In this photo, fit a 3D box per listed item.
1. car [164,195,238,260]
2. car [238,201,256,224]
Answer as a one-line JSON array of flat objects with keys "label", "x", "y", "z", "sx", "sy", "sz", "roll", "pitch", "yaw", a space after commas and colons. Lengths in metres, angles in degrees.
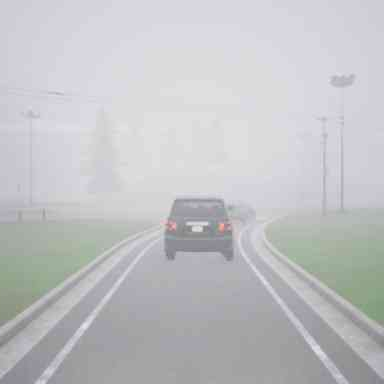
[{"label": "car", "x": 0.362, "y": 1.100, "z": 12.128, "sx": 2.150, "sy": 2.045, "sz": 5.566, "roll": 0, "pitch": 1, "yaw": 4}, {"label": "car", "x": 3.099, "y": 1.328, "z": 23.044, "sx": 1.994, "sy": 1.385, "sz": 4.181, "roll": 0, "pitch": 1, "yaw": 22}]
